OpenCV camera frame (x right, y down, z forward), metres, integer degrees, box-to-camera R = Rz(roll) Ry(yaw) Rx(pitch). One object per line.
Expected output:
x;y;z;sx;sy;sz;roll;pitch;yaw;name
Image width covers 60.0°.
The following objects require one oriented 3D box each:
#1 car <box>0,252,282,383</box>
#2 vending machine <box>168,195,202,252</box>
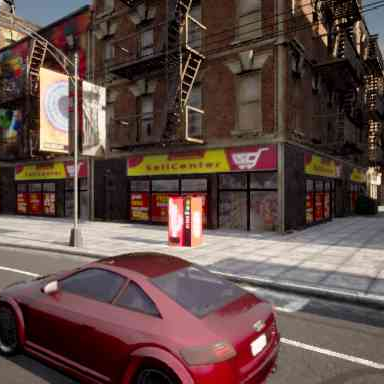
-0.950;1.564;4.616;4.181;1.385;1.994;0;0;34;car
-0.268;1.195;13.123;0.880;2.100;1.100;0;0;34;vending machine
